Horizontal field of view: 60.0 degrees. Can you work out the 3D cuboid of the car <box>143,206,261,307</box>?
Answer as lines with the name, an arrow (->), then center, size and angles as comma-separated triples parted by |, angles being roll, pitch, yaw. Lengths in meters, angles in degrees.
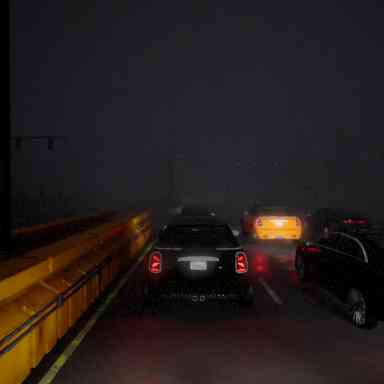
car -> 0.123, 1.352, 8.138 | 2.097, 1.767, 4.553 | 0, 0, 0

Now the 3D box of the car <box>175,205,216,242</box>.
car -> 0.154, 1.505, 17.313 | 1.837, 1.490, 4.892 | 0, 0, 0

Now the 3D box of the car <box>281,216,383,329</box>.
car -> 3.620, 1.492, 6.898 | 2.128, 1.511, 4.902 | 0, 0, 0

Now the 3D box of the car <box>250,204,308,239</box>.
car -> 3.651, 1.352, 16.009 | 2.097, 1.767, 4.553 | 0, 0, 0

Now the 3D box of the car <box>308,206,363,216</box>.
car -> 7.153, 1.503, 16.882 | 1.837, 1.490, 4.892 | 0, 0, 0
